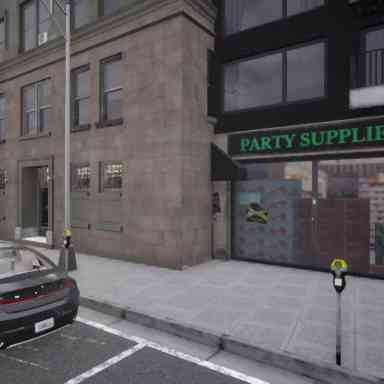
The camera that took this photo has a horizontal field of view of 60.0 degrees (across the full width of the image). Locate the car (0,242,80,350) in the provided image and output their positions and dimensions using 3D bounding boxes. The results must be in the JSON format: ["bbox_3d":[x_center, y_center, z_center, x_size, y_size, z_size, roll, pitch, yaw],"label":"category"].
[{"bbox_3d":[-3.762,1.551,5.726,4.403,1.369,2.008,0,0,35],"label":"car"}]
